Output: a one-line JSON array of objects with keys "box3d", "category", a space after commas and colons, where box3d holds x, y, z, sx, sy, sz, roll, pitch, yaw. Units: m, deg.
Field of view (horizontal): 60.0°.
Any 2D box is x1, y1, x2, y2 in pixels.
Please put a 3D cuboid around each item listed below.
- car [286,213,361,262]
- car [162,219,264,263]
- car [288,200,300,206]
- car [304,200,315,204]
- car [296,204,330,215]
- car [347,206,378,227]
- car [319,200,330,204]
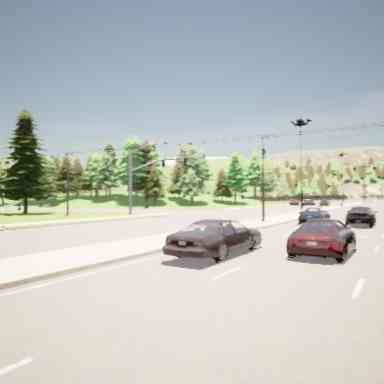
[{"box3d": [5.201, 1.756, 13.095, 1.994, 1.385, 4.181, -1, -1, 33], "category": "car"}, {"box3d": [1.046, 1.770, 13.121, 2.033, 1.411, 5.357, -1, -1, 33], "category": "car"}, {"box3d": [25.102, 2.692, 81.454, 1.882, 1.535, 5.008, -1, -1, 32], "category": "car"}, {"box3d": [28.083, 2.713, 79.618, 1.994, 1.385, 4.181, -1, -1, 32], "category": "car"}, {"box3d": [10.313, 1.971, 27.844, 1.994, 1.385, 4.181, -1, -1, 32], "category": "car"}, {"box3d": [13.170, 1.857, 25.814, 1.837, 1.490, 4.892, -1, -1, 32], "category": "car"}, {"box3d": [31.038, 2.607, 77.744, 1.837, 1.490, 4.892, -1, -1, 32], "category": "car"}]
